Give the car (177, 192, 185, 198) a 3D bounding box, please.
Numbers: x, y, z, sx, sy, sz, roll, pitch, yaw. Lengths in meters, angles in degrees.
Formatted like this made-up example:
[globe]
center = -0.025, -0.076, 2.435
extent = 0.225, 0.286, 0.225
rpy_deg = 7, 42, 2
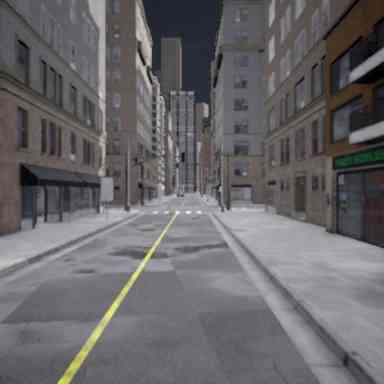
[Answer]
[car]
center = -3.006, 0.696, 89.116
extent = 1.882, 1.535, 5.008
rpy_deg = 0, 0, 0
